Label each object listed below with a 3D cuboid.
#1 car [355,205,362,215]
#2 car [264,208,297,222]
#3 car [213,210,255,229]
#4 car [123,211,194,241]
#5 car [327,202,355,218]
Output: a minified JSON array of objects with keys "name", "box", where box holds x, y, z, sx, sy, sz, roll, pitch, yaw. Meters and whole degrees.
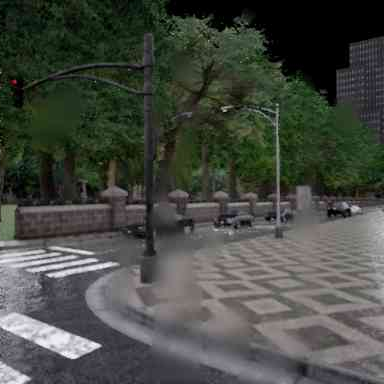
[{"name":"car","box":[25.822,2.850,53.082,1.812,1.442,4.674,-1,-2,35]},{"name":"car","box":[9.616,2.396,35.741,2.033,1.411,5.357,-1,-2,35]},{"name":"car","box":[3.468,2.188,27.078,1.994,1.385,4.181,-1,-2,35]},{"name":"car","box":[-1.849,1.913,19.584,1.882,1.535,5.008,-1,-2,36]},{"name":"car","box":[19.684,2.316,44.426,2.150,2.045,5.566,-1,-2,35]}]
